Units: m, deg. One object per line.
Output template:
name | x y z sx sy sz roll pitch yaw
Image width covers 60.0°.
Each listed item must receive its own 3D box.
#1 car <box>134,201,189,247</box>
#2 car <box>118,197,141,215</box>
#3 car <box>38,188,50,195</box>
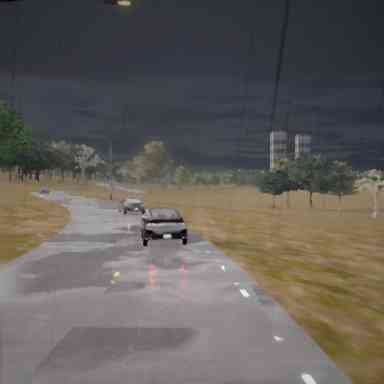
car | -1.357 1.415 14.847 2.128 1.511 4.902 0 1 -10
car | -5.377 1.187 29.544 1.812 1.442 4.674 0 1 -20
car | -30.592 -0.212 68.610 2.033 1.411 5.357 -1 2 -31
